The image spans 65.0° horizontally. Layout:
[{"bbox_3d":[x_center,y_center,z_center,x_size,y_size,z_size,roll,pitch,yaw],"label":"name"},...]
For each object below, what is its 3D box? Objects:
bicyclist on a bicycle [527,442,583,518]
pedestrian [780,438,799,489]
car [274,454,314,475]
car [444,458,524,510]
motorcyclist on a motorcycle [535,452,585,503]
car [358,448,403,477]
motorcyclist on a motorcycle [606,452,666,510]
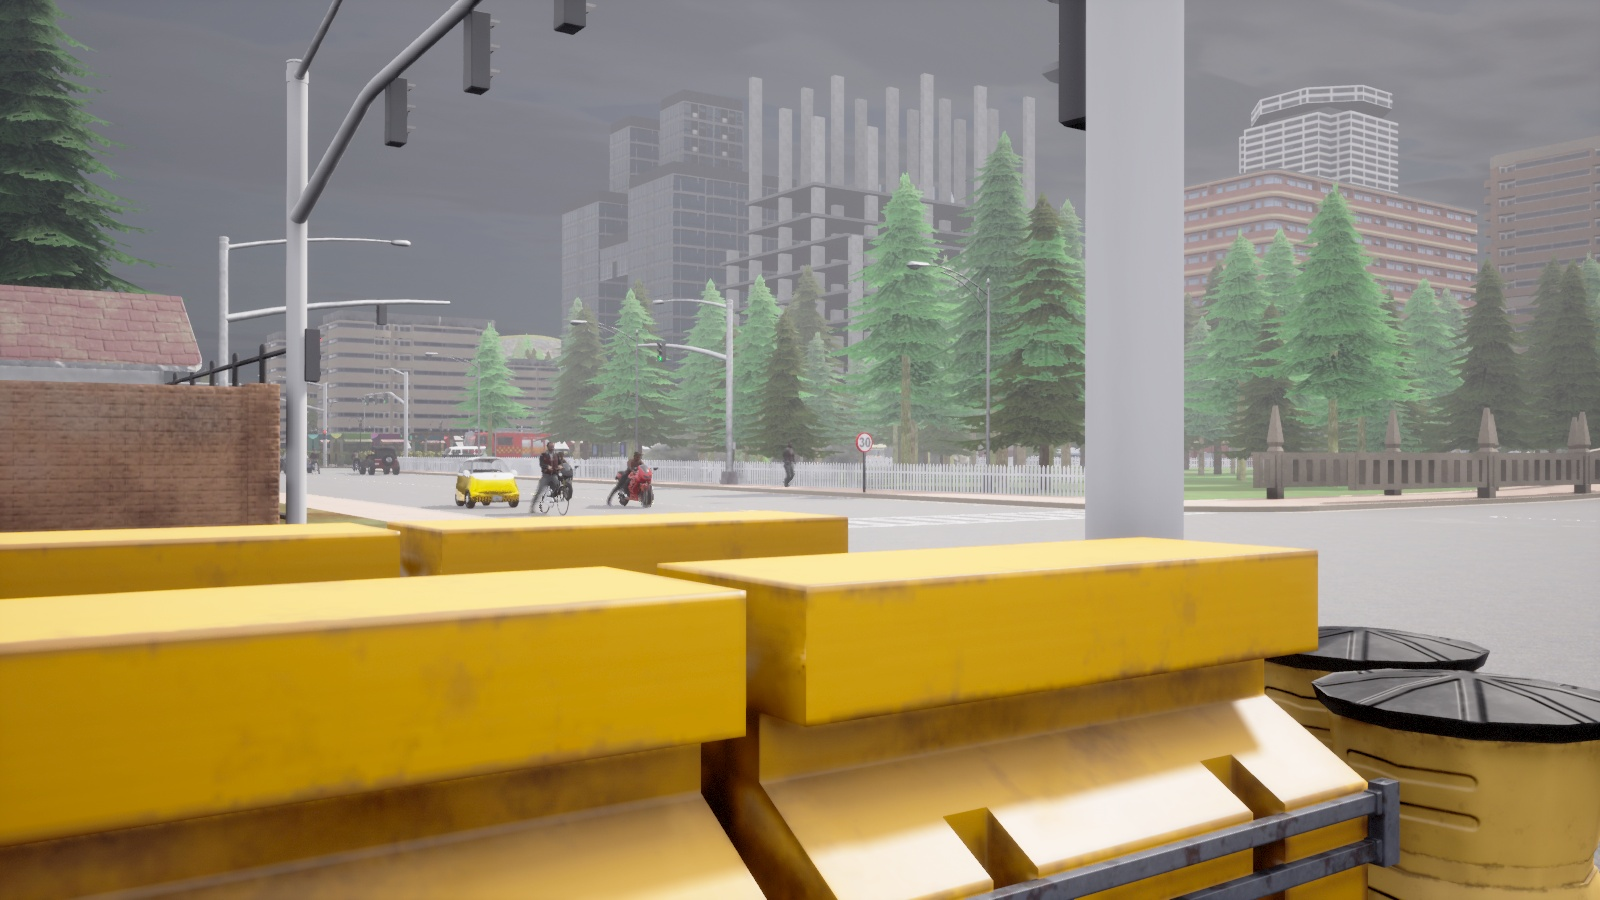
[{"bbox_3d":[-5.880,0.701,30.028,0.659,1.776,1.843,0,0,-33],"label":"bicyclist on a bicycle"},{"bbox_3d":[-0.390,0.523,48.459,0.402,1.930,0.666,0,0,-39],"label":"pedestrian"},{"bbox_3d":[-35.762,1.003,88.727,1.970,1.475,3.806,0,0,-33],"label":"car"},{"bbox_3d":[-8.624,0.902,34.242,1.481,1.376,2.207,0,0,-33],"label":"car"},{"bbox_3d":[-7.445,0.838,38.845,0.797,1.523,2.044,0,0,-33],"label":"motorcyclist on a motorcycle"},{"bbox_3d":[-27.683,0.802,82.736,1.905,1.878,3.866,0,0,-33],"label":"car"},{"bbox_3d":[-4.499,0.820,34.321,0.797,1.523,2.044,0,0,-33],"label":"motorcyclist on a motorcycle"}]
